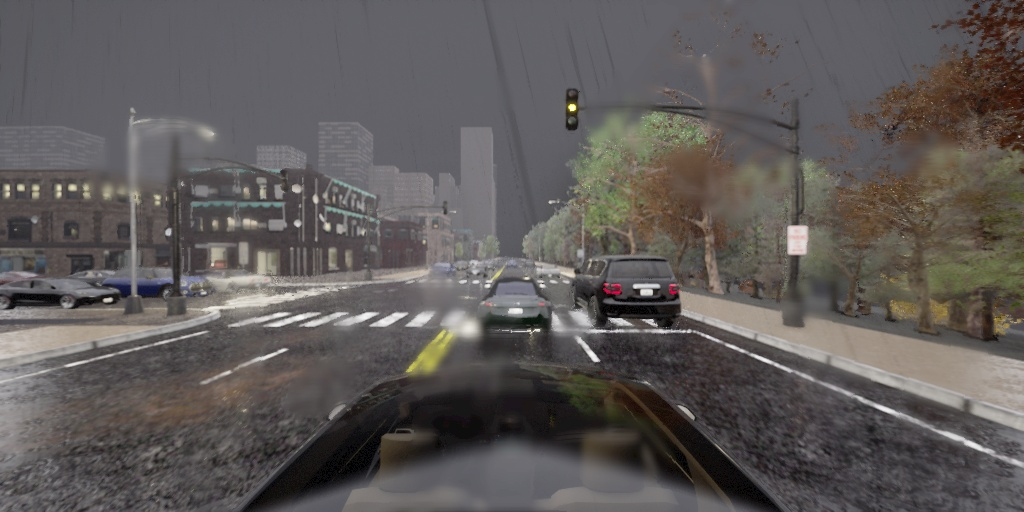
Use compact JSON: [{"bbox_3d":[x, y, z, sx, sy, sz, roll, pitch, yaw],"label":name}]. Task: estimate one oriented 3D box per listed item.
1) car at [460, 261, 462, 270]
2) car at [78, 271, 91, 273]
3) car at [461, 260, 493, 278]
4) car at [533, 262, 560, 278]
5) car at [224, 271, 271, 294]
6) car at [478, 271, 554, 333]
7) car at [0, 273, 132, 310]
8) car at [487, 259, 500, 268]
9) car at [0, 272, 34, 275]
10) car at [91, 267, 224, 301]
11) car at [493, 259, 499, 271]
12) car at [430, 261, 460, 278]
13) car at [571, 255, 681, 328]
[{"bbox_3d":[-6.586,1.351,47.819,1.837,1.490,4.892,0,0,0],"label":"car"},{"bbox_3d":[-28.280,1.614,24.296,4.403,1.370,2.007,0,0,0],"label":"car"},{"bbox_3d":[-3.344,1.312,35.094,2.128,1.511,4.902,0,0,0],"label":"car"},{"bbox_3d":[3.350,1.419,33.916,1.895,1.301,4.718,0,0,0],"label":"car"},{"bbox_3d":[-17.562,1.561,21.747,4.718,1.301,1.895,-1,0,0],"label":"car"},{"bbox_3d":[0.100,1.335,10.890,1.994,1.385,4.181,0,0,0],"label":"car"},{"bbox_3d":[-19.947,1.598,15.784,4.313,1.339,1.948,0,0,0],"label":"car"},{"bbox_3d":[-3.289,1.370,64.533,2.128,1.511,4.902,0,0,1],"label":"car"},{"bbox_3d":[-33.816,1.708,24.303,4.207,1.307,1.802,0,0,0],"label":"car"},{"bbox_3d":[-18.036,1.342,18.437,4.553,1.767,2.097,-1,0,2],"label":"car"},{"bbox_3d":[-3.338,1.337,48.943,2.128,1.511,4.902,0,0,0],"label":"car"},{"bbox_3d":[-6.596,1.347,35.103,1.812,1.442,4.674,0,0,0],"label":"car"},{"bbox_3d":[3.353,0.995,11.606,2.150,2.045,5.566,0,0,0],"label":"car"}]
